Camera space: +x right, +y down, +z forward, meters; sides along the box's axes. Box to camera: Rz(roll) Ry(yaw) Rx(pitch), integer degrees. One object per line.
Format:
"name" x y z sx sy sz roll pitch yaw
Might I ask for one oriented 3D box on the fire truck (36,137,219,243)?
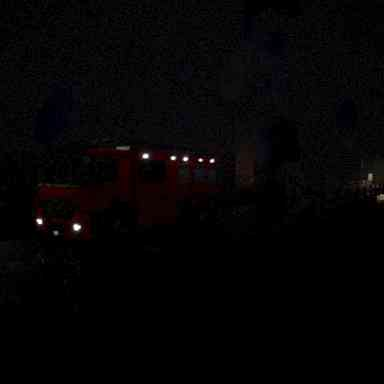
"fire truck" -2.132 -0.225 14.583 2.891 3.827 8.468 2 4 35
